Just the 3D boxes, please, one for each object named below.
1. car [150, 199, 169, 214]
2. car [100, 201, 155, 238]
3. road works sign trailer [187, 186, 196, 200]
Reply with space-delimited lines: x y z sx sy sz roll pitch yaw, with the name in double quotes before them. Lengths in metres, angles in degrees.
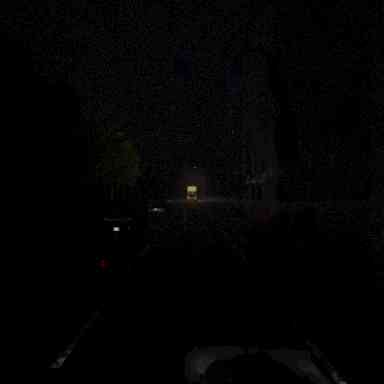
"car" -3.406 1.407 33.594 2.128 1.511 4.902 0 0 0
"car" -3.403 1.448 17.375 2.128 1.511 4.902 0 0 0
"road works sign trailer" -0.018 0.252 86.856 2.380 3.560 2.880 0 0 0
